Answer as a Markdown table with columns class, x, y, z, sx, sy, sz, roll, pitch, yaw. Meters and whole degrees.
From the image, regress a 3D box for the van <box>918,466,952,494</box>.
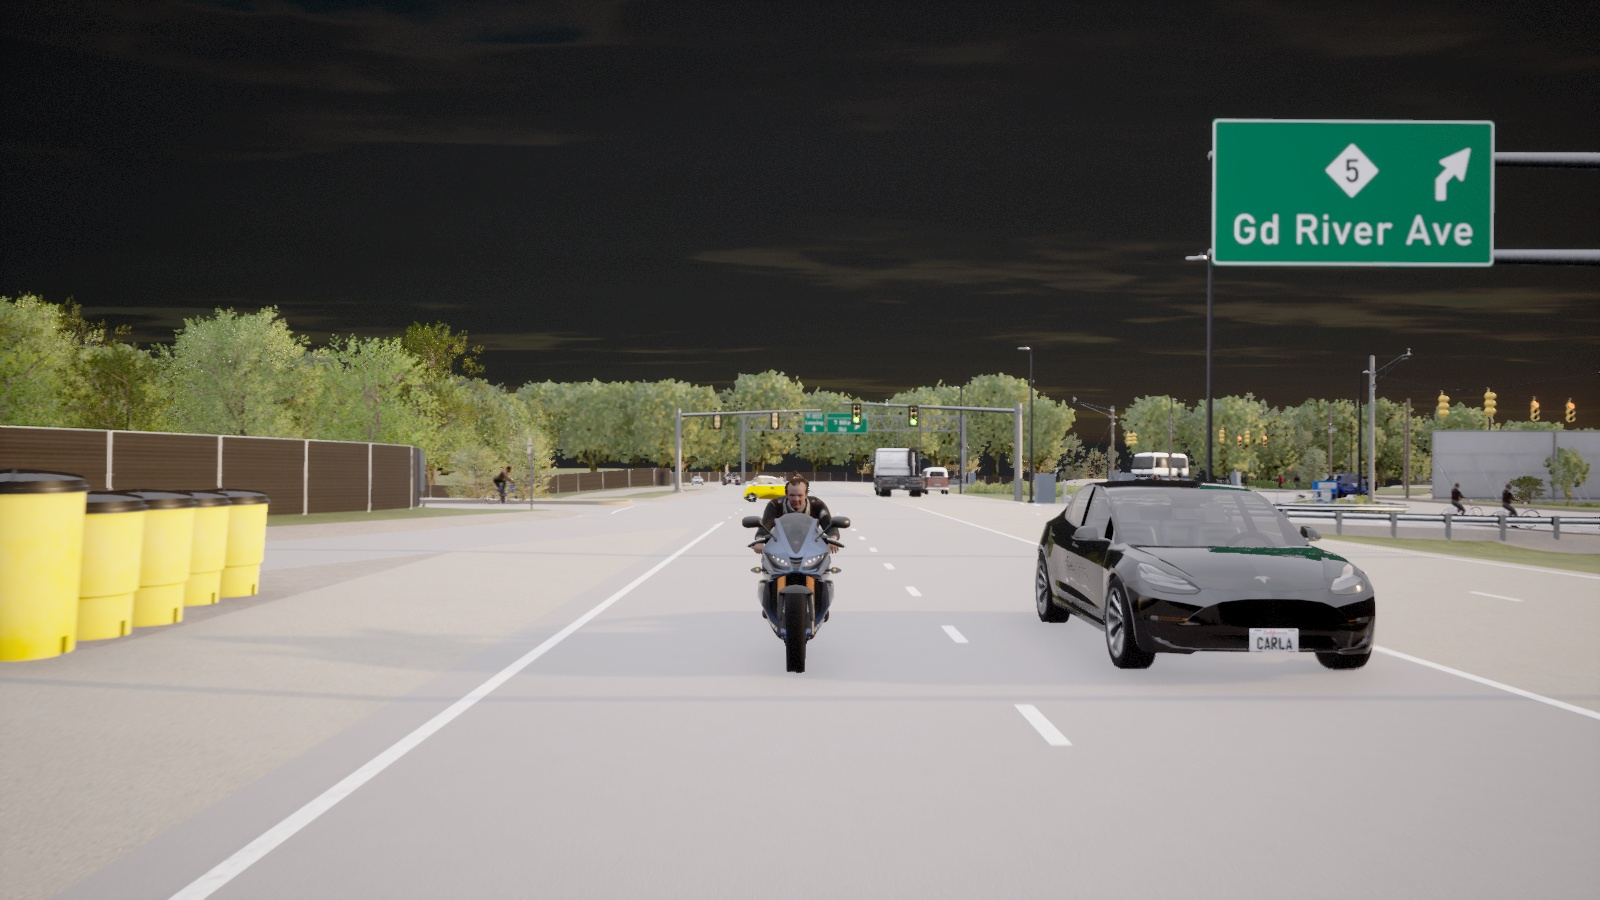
| class | x | y | z | sx | sy | sz | roll | pitch | yaw |
| --- | --- | --- | --- | --- | --- | --- | --- | --- | --- |
| van | 10.274 | 2.279 | 95.974 | 2.069 | 2.038 | 4.480 | 0 | -1 | 0 |

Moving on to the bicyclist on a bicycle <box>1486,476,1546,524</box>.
| class | x | y | z | sx | sy | sz | roll | pitch | yaw |
| --- | --- | --- | --- | --- | --- | --- | --- | --- | --- |
| bicyclist on a bicycle | 28.004 | 1.959 | 49.141 | 1.843 | 1.776 | 0.659 | -3 | -1 | 6 |

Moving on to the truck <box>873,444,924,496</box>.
| class | x | y | z | sx | sy | sz | roll | pitch | yaw |
| --- | --- | --- | --- | --- | --- | --- | --- | --- | --- |
| truck | 6.791 | 1.430 | 87.598 | 2.891 | 3.462 | 7.936 | 0 | -1 | 0 |

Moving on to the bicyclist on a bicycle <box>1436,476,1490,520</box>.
| class | x | y | z | sx | sy | sz | roll | pitch | yaw |
| --- | --- | --- | --- | --- | --- | --- | --- | --- | --- |
| bicyclist on a bicycle | 27.951 | 2.013 | 52.958 | 1.843 | 1.776 | 0.659 | -3 | 0 | -4 |

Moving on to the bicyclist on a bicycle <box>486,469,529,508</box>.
| class | x | y | z | sx | sy | sz | roll | pitch | yaw |
| --- | --- | --- | --- | --- | --- | --- | --- | --- | --- |
| bicyclist on a bicycle | -12.271 | 1.606 | 52.644 | 1.656 | 1.620 | 0.582 | 0 | -1 | -1 |

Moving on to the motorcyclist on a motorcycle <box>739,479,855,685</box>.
| class | x | y | z | sx | sy | sz | roll | pitch | yaw |
| --- | --- | --- | --- | --- | --- | --- | --- | --- | --- |
| motorcyclist on a motorcycle | -0.025 | 1.023 | 10.580 | 0.866 | 1.530 | 2.191 | 0 | -1 | 0 |

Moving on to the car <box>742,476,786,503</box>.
| class | x | y | z | sx | sy | sz | roll | pitch | yaw |
| --- | --- | --- | --- | --- | --- | --- | --- | --- | --- |
| car | -1.835 | 2.001 | 63.888 | 2.207 | 1.376 | 1.481 | 0 | -2 | -1 |

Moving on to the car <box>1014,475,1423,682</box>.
| class | x | y | z | sx | sy | sz | roll | pitch | yaw |
| --- | --- | --- | --- | --- | --- | --- | --- | --- | --- |
| car | 3.473 | 0.990 | 11.598 | 2.163 | 1.488 | 4.792 | 0 | -1 | 0 |
